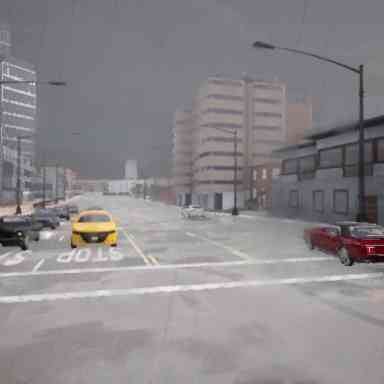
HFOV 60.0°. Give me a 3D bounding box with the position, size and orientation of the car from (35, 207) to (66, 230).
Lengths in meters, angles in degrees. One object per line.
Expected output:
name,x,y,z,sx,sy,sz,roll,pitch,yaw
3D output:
car,-10.583,1.883,23.990,2.033,1.411,5.357,0,-2,-16

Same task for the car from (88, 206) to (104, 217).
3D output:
car,-12.362,2.469,43.104,1.895,1.301,4.718,0,-2,-15

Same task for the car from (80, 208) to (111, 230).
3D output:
car,-7.054,1.908,24.353,1.994,1.385,4.181,0,-2,-16

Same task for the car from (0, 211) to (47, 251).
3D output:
car,-7.937,1.737,14.709,1.895,1.301,4.718,0,-1,-16

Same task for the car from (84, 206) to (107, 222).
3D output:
car,-9.614,2.141,33.378,2.033,1.411,5.357,0,-2,-15

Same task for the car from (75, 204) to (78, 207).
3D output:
car,-17.370,2.471,48.080,2.128,1.511,4.902,0,-1,-16

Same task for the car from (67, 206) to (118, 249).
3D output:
car,-4.590,1.639,15.729,1.882,1.535,5.008,0,-1,-16

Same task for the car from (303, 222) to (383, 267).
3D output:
car,5.688,1.734,11.948,1.895,1.301,4.718,0,0,-2

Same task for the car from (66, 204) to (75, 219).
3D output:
car,-13.330,2.168,33.625,1.994,1.385,4.181,0,-2,-16

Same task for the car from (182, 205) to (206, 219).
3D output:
car,0.152,2.232,37.745,1.812,1.442,4.674,0,-2,-16
